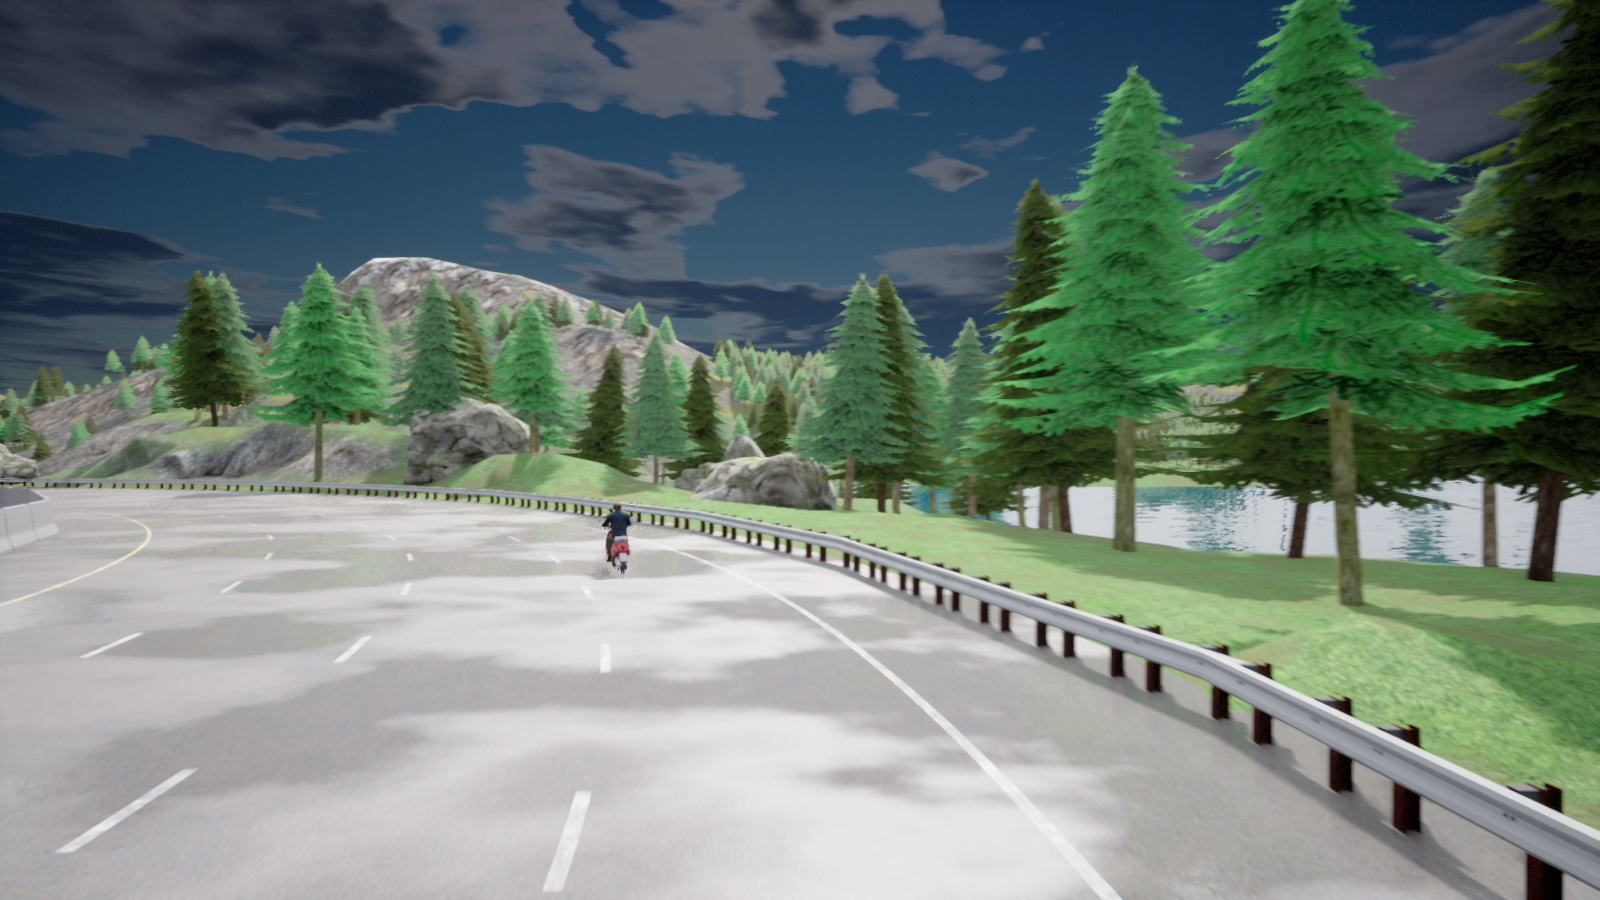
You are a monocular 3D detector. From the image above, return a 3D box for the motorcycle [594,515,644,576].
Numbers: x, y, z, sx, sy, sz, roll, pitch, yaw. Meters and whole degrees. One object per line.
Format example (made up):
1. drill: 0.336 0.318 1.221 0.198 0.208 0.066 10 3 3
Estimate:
1. motorcycle: -4.232 2.200 26.633 0.856 1.236 1.805 -2 0 -17
